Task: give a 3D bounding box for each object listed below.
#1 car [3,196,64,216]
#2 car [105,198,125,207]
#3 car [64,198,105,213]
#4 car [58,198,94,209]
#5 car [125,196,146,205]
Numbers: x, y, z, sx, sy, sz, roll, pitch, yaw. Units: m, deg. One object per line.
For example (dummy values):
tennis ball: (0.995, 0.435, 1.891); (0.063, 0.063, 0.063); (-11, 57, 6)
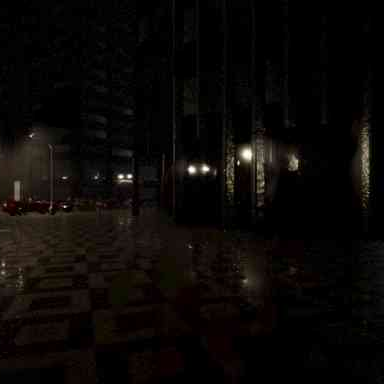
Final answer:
car: (-15.399, 1.323, 31.953); (2.192, 1.841, 5.009); (0, 0, 35)
car: (-12.754, 1.574, 50.736); (1.802, 1.307, 4.206); (0, 0, 35)
car: (-12.186, 1.571, 36.589); (1.947, 1.339, 4.313); (0, 0, 35)
car: (-15.967, 1.540, 46.101); (1.887, 1.381, 4.507); (0, 0, 35)
car: (-9.542, 1.429, 55.371); (1.967, 1.590, 4.097); (0, 0, 35)
